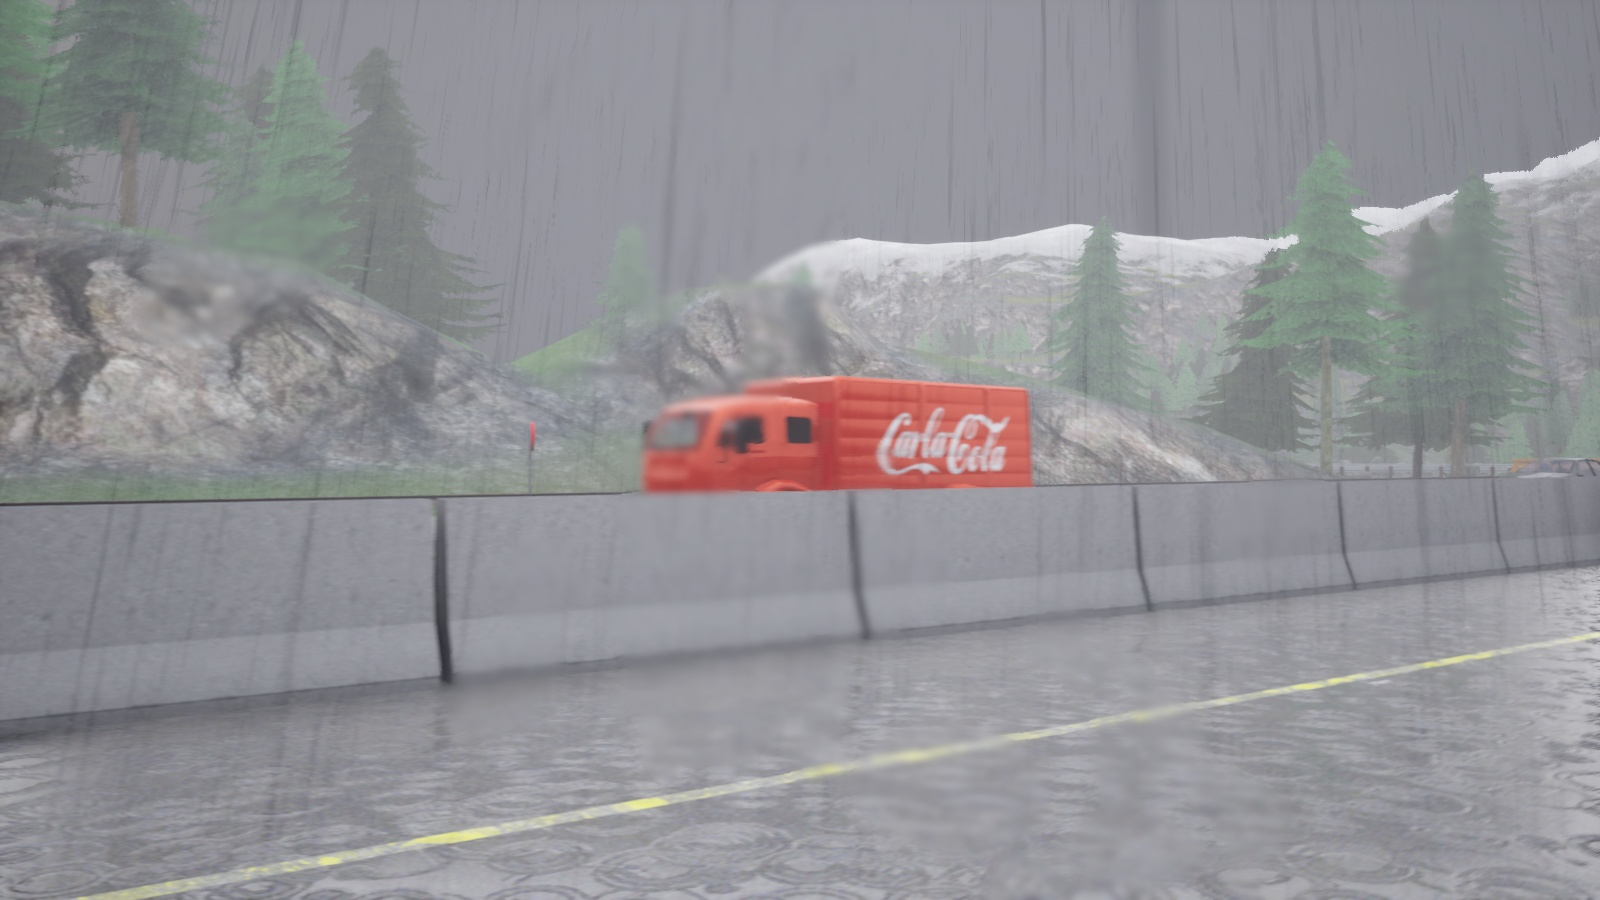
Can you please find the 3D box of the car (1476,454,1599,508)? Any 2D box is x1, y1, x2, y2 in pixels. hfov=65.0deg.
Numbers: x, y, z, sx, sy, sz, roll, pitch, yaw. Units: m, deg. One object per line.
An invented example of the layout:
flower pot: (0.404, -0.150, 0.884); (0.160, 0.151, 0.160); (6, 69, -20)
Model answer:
car: (21.720, 0.834, 35.852); (5.357, 1.411, 2.033); (0, 0, -35)

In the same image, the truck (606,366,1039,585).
truck: (0.376, 0.302, 16.714); (5.204, 2.467, 2.627); (0, 0, -35)
